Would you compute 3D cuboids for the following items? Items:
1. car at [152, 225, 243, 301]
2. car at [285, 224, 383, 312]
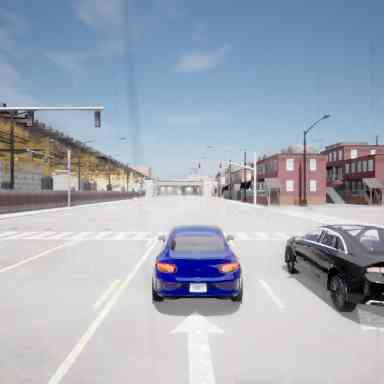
[{"bbox_3d":[0.107,1.526,8.180,1.812,1.442,4.674,0,0,0],"label":"car"},{"bbox_3d":[3.610,1.492,7.687,2.128,1.511,4.902,0,0,-1],"label":"car"}]
